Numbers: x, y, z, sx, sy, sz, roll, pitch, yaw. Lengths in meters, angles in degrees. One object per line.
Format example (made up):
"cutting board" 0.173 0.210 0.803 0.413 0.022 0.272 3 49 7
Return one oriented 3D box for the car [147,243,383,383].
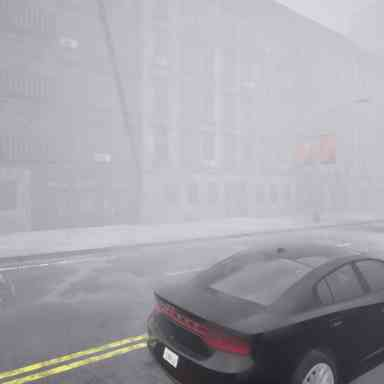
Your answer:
"car" 1.815 1.477 4.720 5.008 1.535 1.882 0 0 -35
